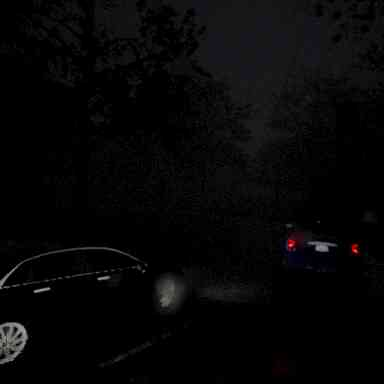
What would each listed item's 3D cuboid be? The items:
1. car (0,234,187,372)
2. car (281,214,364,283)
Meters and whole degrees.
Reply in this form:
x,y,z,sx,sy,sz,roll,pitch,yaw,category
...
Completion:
x,y,z,sx,sy,sz,roll,pitch,yaw,category
-2.105,1.524,5.847,1.837,1.490,4.892,5,3,41,car
4.109,1.493,10.740,2.097,1.767,4.553,2,1,19,car
